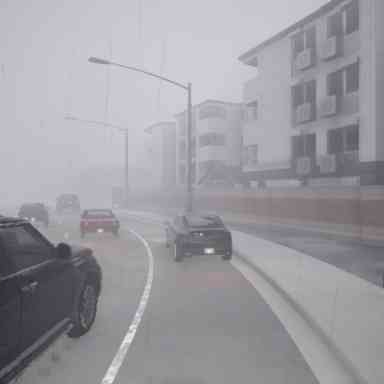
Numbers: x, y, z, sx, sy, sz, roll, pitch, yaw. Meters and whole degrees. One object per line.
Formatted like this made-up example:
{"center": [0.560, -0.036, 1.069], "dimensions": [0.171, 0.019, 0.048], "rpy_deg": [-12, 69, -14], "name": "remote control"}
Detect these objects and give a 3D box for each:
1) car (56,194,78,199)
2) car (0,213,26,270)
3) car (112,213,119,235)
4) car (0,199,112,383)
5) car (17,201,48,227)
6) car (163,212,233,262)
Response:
{"center": [-13.864, 1.221, 37.140], "dimensions": [2.150, 2.045, 5.566], "rpy_deg": [0, 0, -26], "name": "car"}
{"center": [-6.415, 1.477, 8.744], "dimensions": [1.882, 1.535, 5.008], "rpy_deg": [0, 0, -4], "name": "car"}
{"center": [-5.281, 1.601, 18.445], "dimensions": [1.895, 1.301, 4.718], "rpy_deg": [0, 0, -20], "name": "car"}
{"center": [-2.798, 1.224, 3.566], "dimensions": [2.150, 2.045, 5.566], "rpy_deg": [0, 0, 4], "name": "car"}
{"center": [-11.372, 1.505, 23.908], "dimensions": [1.837, 1.490, 4.892], "rpy_deg": [0, 0, -24], "name": "car"}
{"center": [0.109, 1.504, 12.292], "dimensions": [1.837, 1.490, 4.892], "rpy_deg": [0, 0, -10], "name": "car"}
